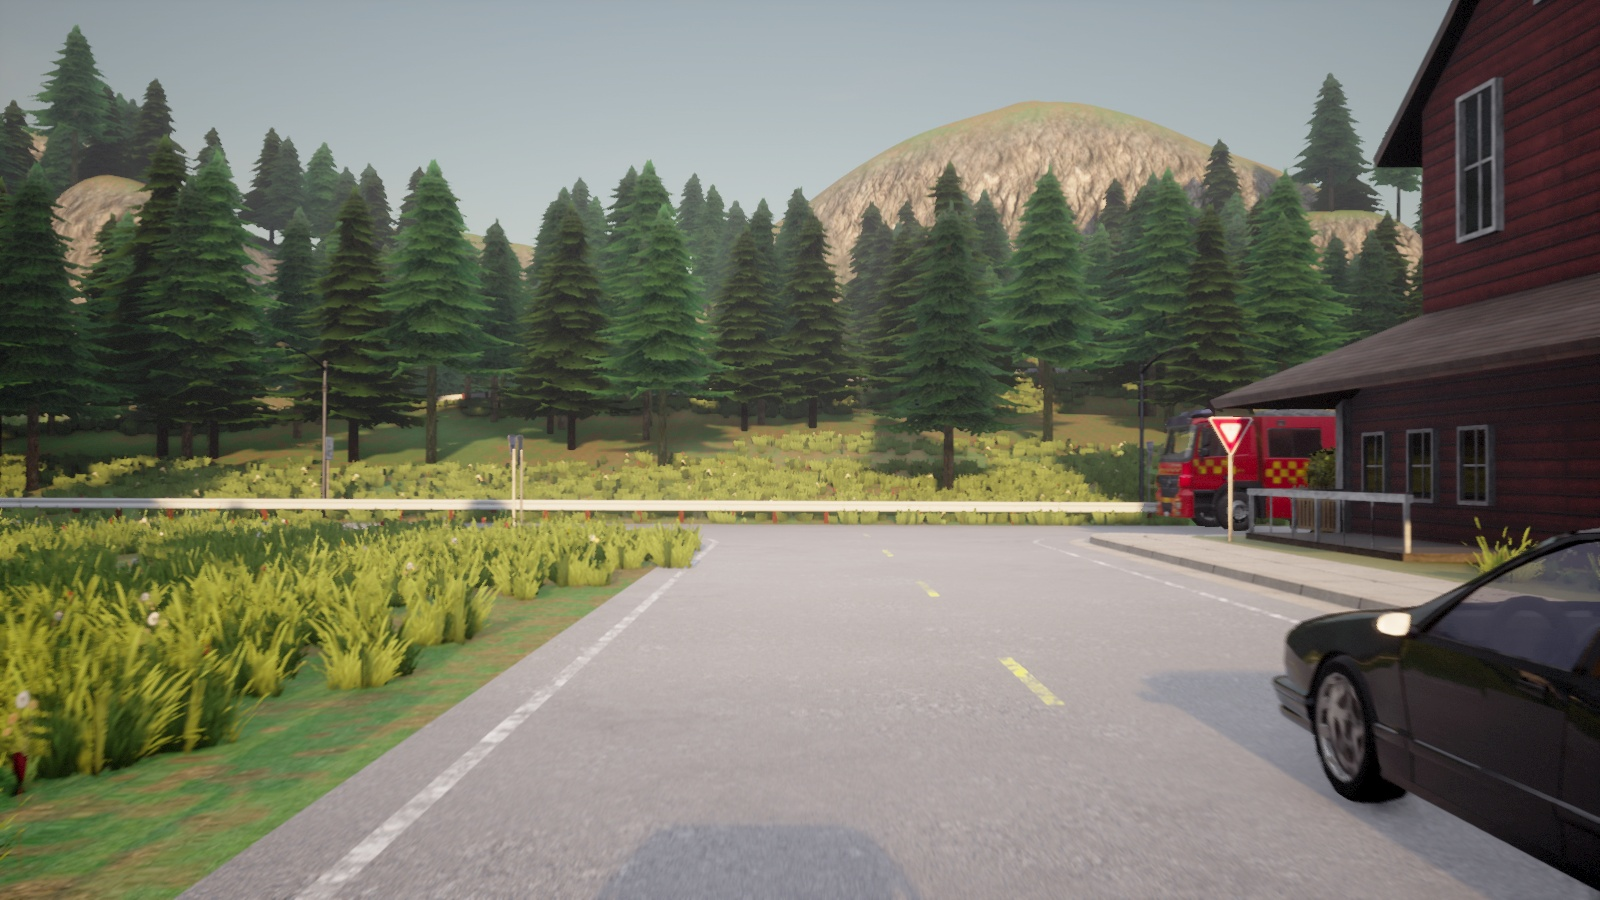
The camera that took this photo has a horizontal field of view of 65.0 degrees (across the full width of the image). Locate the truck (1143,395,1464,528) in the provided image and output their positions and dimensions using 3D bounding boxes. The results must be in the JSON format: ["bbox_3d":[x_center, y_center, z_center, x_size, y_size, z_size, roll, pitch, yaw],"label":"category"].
[{"bbox_3d":[14.968,0.363,37.797,8.468,3.827,2.891,0,-1,0],"label":"truck"}]

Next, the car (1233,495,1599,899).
[{"bbox_3d":[3.489,0.923,4.452,2.033,1.411,5.357,0,-1,0],"label":"car"}]
